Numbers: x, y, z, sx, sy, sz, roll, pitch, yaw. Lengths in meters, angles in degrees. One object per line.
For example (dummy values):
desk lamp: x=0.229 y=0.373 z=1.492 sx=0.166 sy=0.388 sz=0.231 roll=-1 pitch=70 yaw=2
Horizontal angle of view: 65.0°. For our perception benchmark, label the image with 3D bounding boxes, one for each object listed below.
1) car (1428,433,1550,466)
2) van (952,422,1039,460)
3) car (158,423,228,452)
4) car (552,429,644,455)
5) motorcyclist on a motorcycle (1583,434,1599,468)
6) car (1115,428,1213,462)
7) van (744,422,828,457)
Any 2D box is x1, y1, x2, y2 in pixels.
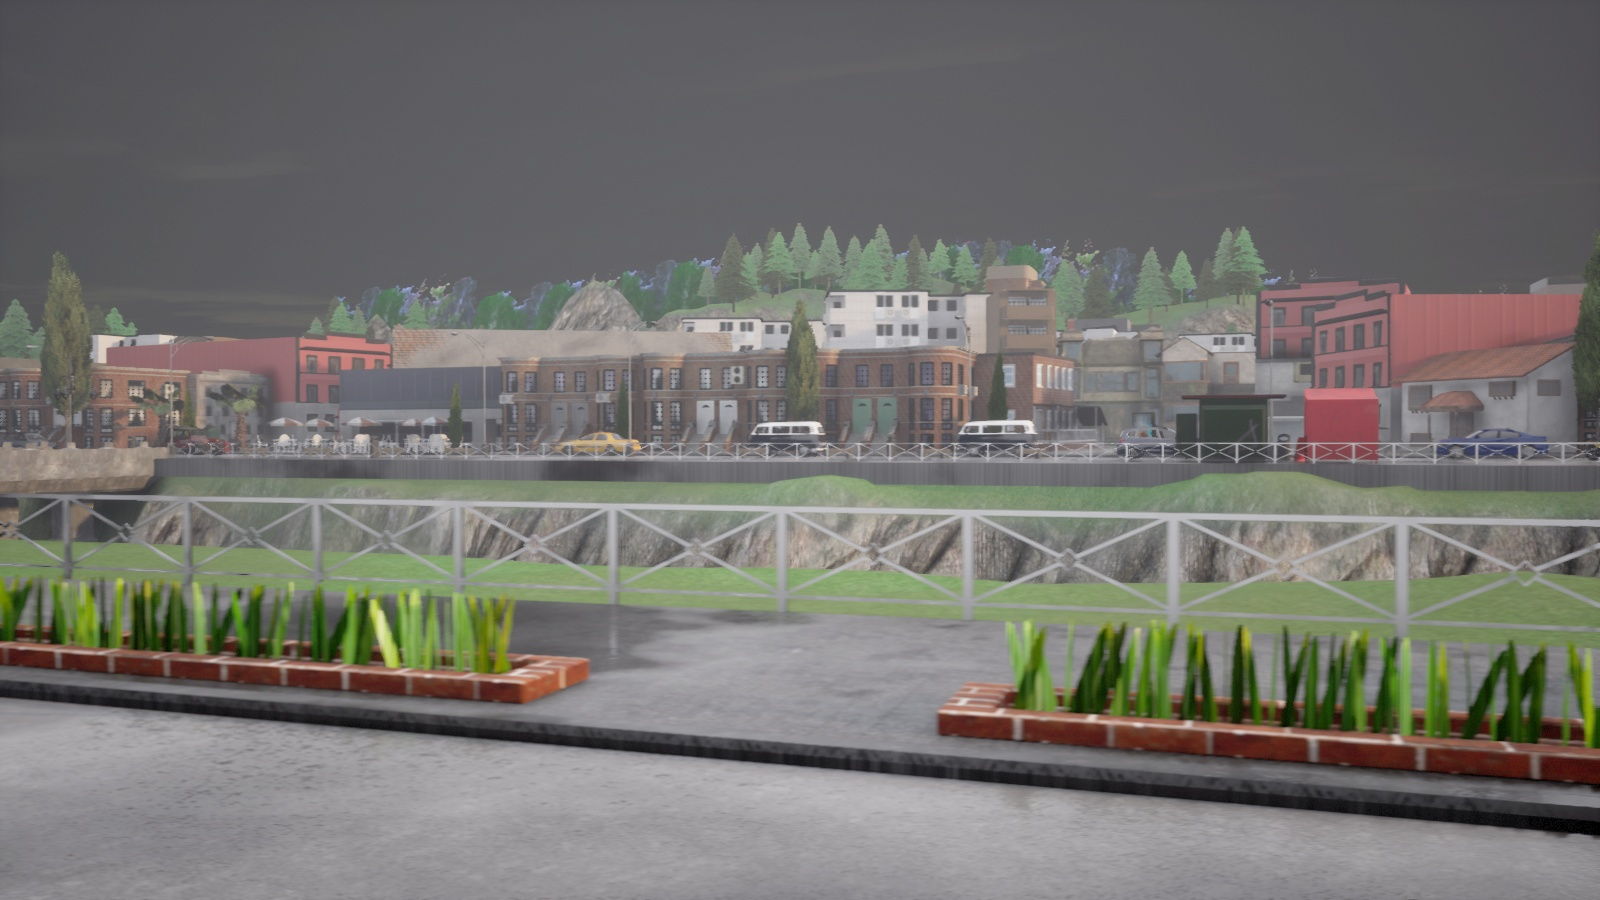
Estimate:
car: x=33.769 y=-0.056 z=61.679 sx=5.008 sy=1.535 sz=1.882 roll=1 pitch=1 yaw=19
van: x=10.812 y=-0.521 z=69.390 sx=4.480 sy=2.038 sz=2.069 roll=1 pitch=1 yaw=19
car: x=-39.699 y=-0.842 z=82.150 sx=3.866 sy=1.878 sz=1.905 roll=1 pitch=1 yaw=19
car: x=-12.390 y=-0.517 z=77.192 sx=5.366 sy=1.575 sz=1.801 roll=1 pitch=1 yaw=19
motorcyclist on a motorcycle: x=36.548 y=0.041 z=56.525 sx=2.044 sy=1.523 sz=0.797 roll=1 pitch=1 yaw=19
car: x=18.200 y=-0.265 z=62.690 sx=4.611 sy=1.667 sz=2.242 roll=1 pitch=1 yaw=19
van: x=-0.814 y=-0.627 z=73.298 sx=4.480 sy=2.038 sz=2.069 roll=1 pitch=1 yaw=19
